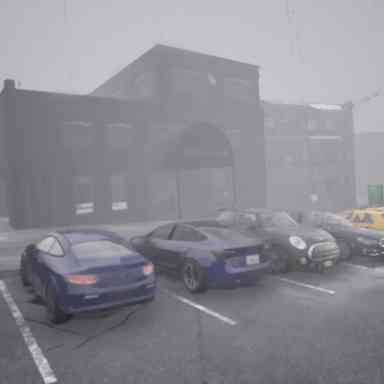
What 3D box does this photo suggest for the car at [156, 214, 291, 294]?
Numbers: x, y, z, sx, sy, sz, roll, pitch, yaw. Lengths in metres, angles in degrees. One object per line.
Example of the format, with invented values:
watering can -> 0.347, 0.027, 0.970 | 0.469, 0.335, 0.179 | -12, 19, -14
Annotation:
car -> -0.056, 1.489, 8.995 | 2.163, 1.488, 4.792 | 0, 0, -35

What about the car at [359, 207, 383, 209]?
car -> 9.643, 1.410, 15.638 | 1.946, 1.575, 5.366 | 0, 0, -35

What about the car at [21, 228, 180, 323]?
car -> -2.431, 1.511, 7.264 | 2.002, 1.452, 4.674 | 0, 0, -35

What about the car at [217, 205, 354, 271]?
car -> 2.336, 1.322, 10.701 | 2.185, 1.767, 4.553 | 0, 0, -35

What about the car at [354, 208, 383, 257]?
car -> 4.642, 1.438, 12.312 | 2.231, 1.521, 4.892 | 0, 0, -35
